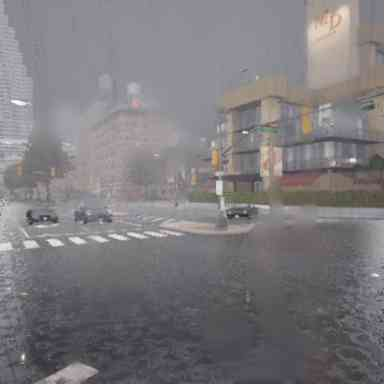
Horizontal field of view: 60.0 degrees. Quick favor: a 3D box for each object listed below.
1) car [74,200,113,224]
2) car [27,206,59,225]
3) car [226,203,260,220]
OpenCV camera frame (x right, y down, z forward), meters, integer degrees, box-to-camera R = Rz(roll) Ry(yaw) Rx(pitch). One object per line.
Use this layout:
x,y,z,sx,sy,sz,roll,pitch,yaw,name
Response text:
-7.820,1.505,26.286,2.097,1.767,4.553,-1,0,-31,car
-11.781,1.773,26.098,1.994,1.385,4.181,-1,0,-31,car
4.406,1.587,27.990,1.895,1.301,4.718,-1,0,22,car
